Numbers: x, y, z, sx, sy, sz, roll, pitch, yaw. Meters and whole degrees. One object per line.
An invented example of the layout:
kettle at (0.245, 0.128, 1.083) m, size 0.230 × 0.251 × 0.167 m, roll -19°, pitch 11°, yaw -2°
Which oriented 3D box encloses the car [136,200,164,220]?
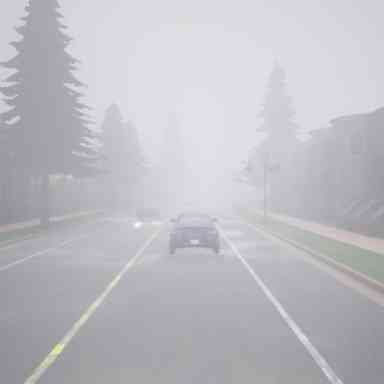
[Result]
car at (-3.560, 1.483, 28.818) m, size 1.882 × 1.535 × 5.008 m, roll 0°, pitch 0°, yaw 1°

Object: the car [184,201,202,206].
car at (0.135, 1.607, 33.768) m, size 1.895 × 1.301 × 4.718 m, roll 0°, pitch 0°, yaw 1°

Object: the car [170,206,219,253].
car at (0.084, 1.528, 13.683) m, size 1.812 × 1.442 × 4.674 m, roll 0°, pitch 0°, yaw 0°

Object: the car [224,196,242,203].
car at (8.381, 1.533, 68.248) m, size 2.128 × 1.511 × 4.902 m, roll 0°, pitch 0°, yaw 38°
